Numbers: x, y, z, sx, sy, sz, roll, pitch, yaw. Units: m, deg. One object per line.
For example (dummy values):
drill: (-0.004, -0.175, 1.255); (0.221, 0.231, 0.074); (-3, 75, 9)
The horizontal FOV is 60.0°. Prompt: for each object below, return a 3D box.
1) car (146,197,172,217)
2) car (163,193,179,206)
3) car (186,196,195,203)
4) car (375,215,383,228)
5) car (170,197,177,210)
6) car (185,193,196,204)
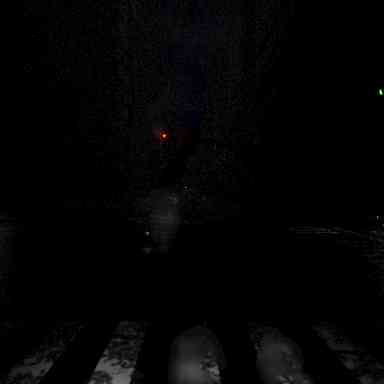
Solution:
car: (-3.222, 1.518, 31.607); (1.812, 1.442, 4.674); (0, 0, -1)
car: (-3.287, 1.211, 52.158); (2.150, 2.045, 5.566); (0, 0, 0)
car: (-0.244, 1.583, 73.033); (1.895, 1.301, 4.718); (0, 0, 0)
car: (13.487, 1.652, 19.613); (4.718, 1.301, 1.895); (0, 1, 0)
car: (-3.262, 1.592, 41.568); (1.895, 1.301, 4.718); (0, 0, 0)
car: (-0.123, 1.480, 62.586); (2.128, 1.511, 4.902); (0, 0, 0)
